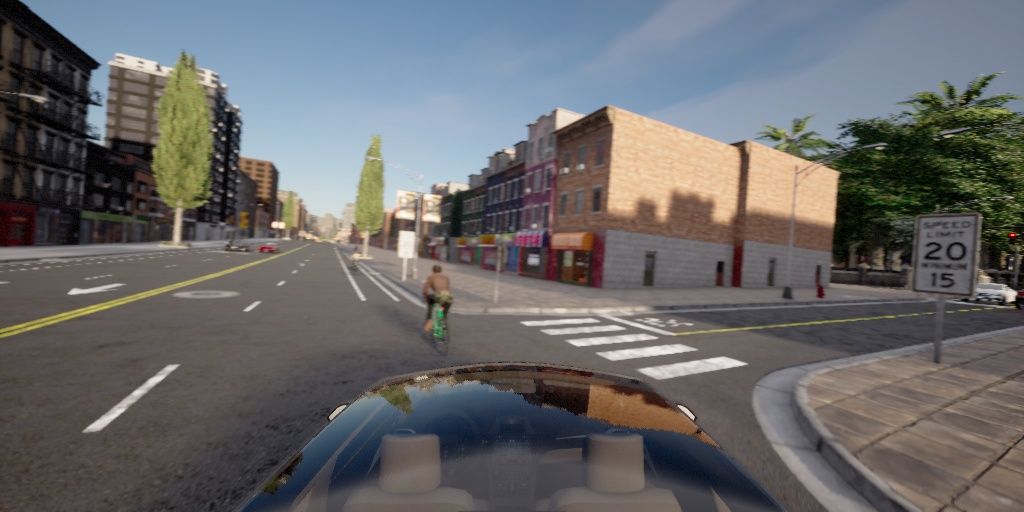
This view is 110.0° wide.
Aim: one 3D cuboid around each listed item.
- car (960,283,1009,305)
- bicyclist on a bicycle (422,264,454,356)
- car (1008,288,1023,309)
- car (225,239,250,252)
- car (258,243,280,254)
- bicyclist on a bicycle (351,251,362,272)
[{"bbox_3d":[35.104,2.726,26.315,4.674,1.442,1.812,3,1,-26],"label":"car"},{"bbox_3d":[-1.441,0.992,6.897,0.582,1.620,1.656,3,0,-27],"label":"bicyclist on a bicycle"},{"bbox_3d":[33.675,2.648,22.507,5.008,1.535,1.882,3,1,-26],"label":"car"},{"bbox_3d":[-33.873,-1.323,44.322,1.837,1.490,4.892,4,1,-27],"label":"car"},{"bbox_3d":[-30.978,-1.019,45.771,1.895,1.301,4.718,4,1,-27],"label":"car"},{"bbox_3d":[-12.234,0.386,28.110,0.866,1.612,1.509,4,0,-27],"label":"bicyclist on a bicycle"}]
